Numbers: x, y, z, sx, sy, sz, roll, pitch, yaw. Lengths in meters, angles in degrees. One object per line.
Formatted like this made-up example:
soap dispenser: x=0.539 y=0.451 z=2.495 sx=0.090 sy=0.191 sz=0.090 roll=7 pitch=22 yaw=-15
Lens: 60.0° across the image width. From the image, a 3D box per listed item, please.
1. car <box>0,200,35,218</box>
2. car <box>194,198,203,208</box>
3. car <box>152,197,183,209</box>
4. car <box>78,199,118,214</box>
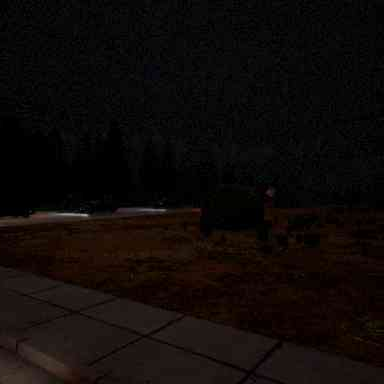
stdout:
car: x=-16.146 y=1.503 z=28.609 sx=1.882 sy=1.535 sz=5.008 roll=0 pitch=0 yaw=36
car: x=2.226 y=1.530 z=47.226 sx=1.837 sy=1.490 sz=4.892 roll=0 pitch=0 yaw=36
car: x=-3.336 y=1.503 z=45.899 sx=1.882 sy=1.535 sz=5.008 roll=0 pitch=0 yaw=37
car: x=-10.224 y=1.551 z=36.606 sx=1.812 sy=1.442 sz=4.674 roll=0 pitch=0 yaw=37
